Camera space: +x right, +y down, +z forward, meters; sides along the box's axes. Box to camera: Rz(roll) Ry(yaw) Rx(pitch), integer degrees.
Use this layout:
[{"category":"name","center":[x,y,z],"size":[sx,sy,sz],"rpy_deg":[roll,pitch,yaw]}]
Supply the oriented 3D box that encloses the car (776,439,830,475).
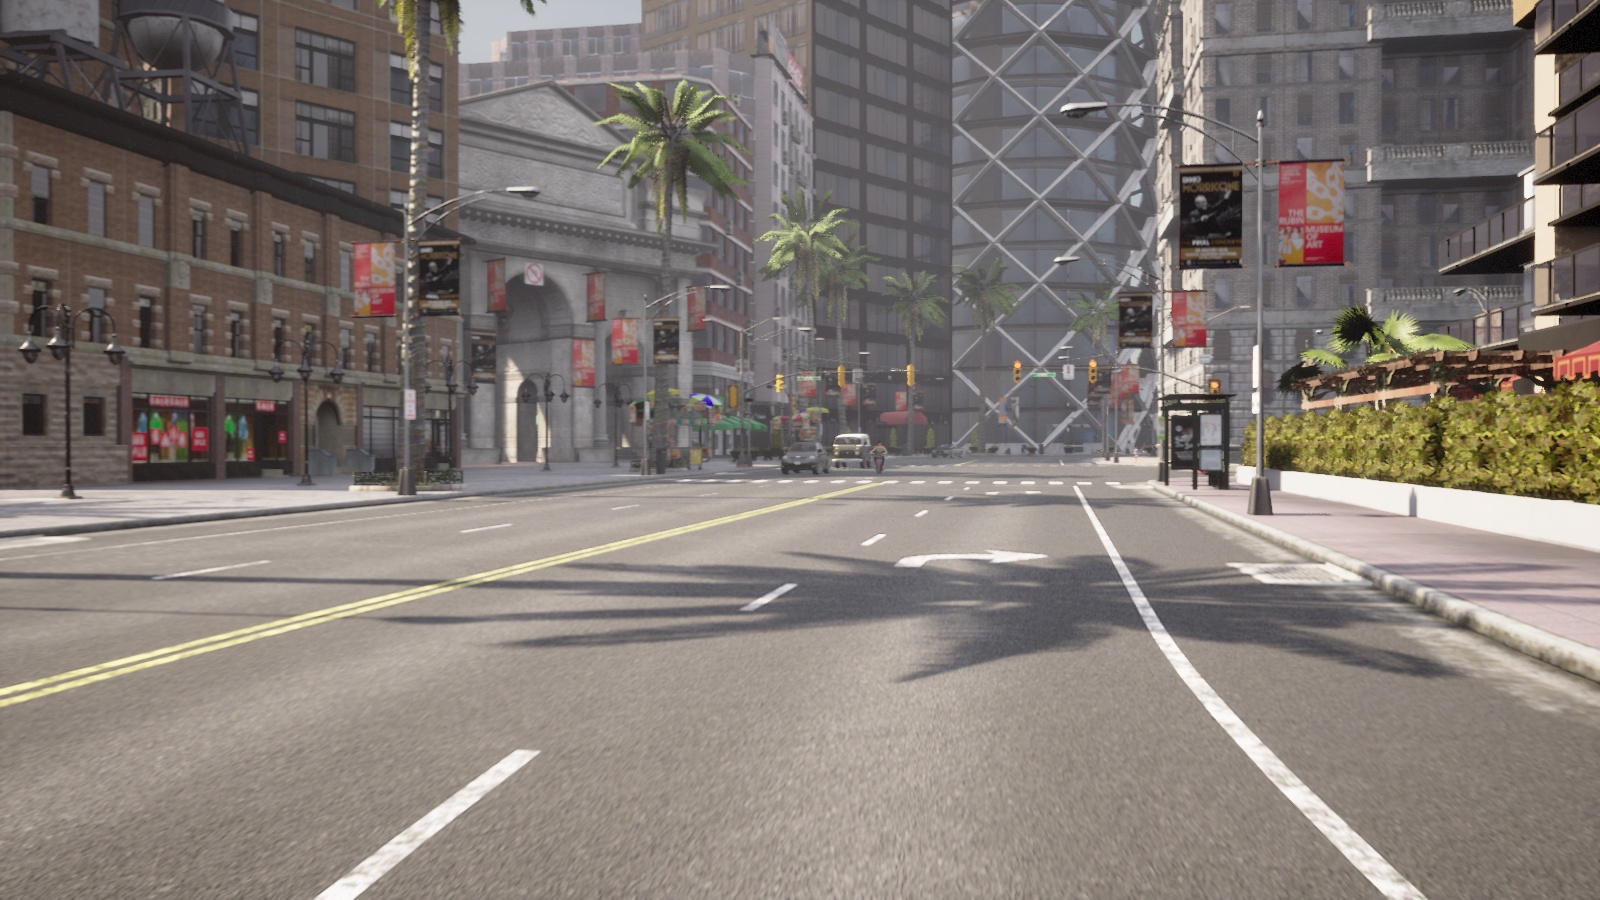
[{"category":"car","center":[0.192,0.308,59.650],"size":[1.851,1.617,3.988],"rpy_deg":[0,0,11]}]

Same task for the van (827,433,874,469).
[{"category":"van","center":[3.019,0.057,73.917],"size":[2.069,2.038,4.480],"rpy_deg":[0,0,11]}]
